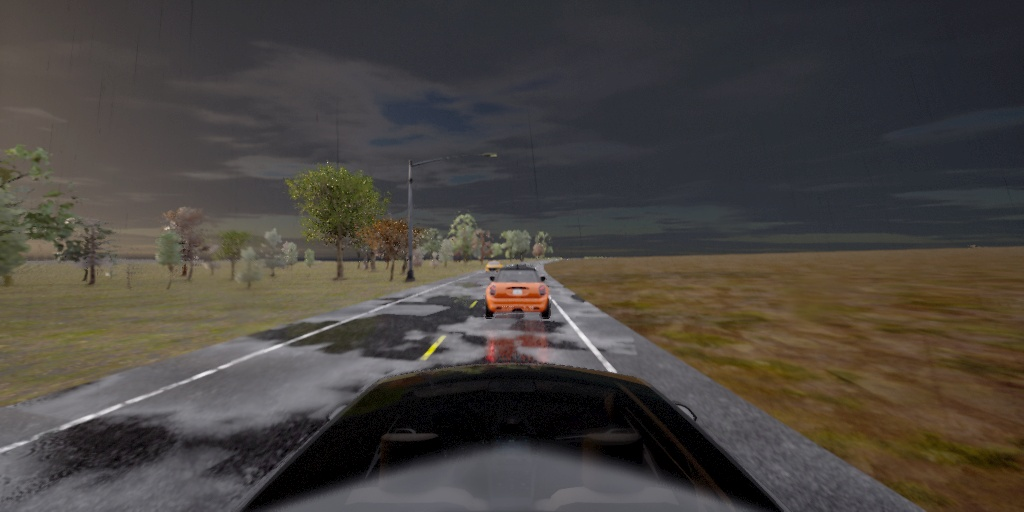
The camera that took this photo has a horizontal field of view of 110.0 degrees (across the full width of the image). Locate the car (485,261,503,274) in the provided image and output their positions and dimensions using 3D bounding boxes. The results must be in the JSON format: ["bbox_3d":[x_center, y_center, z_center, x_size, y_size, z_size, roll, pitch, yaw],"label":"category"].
[{"bbox_3d":[-2.284,1.392,46.389,1.882,1.535,5.008,0,0,3],"label":"car"}]

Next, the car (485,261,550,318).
[{"bbox_3d":[0.202,1.148,13.321,2.097,1.767,4.553,0,0,1],"label":"car"}]
